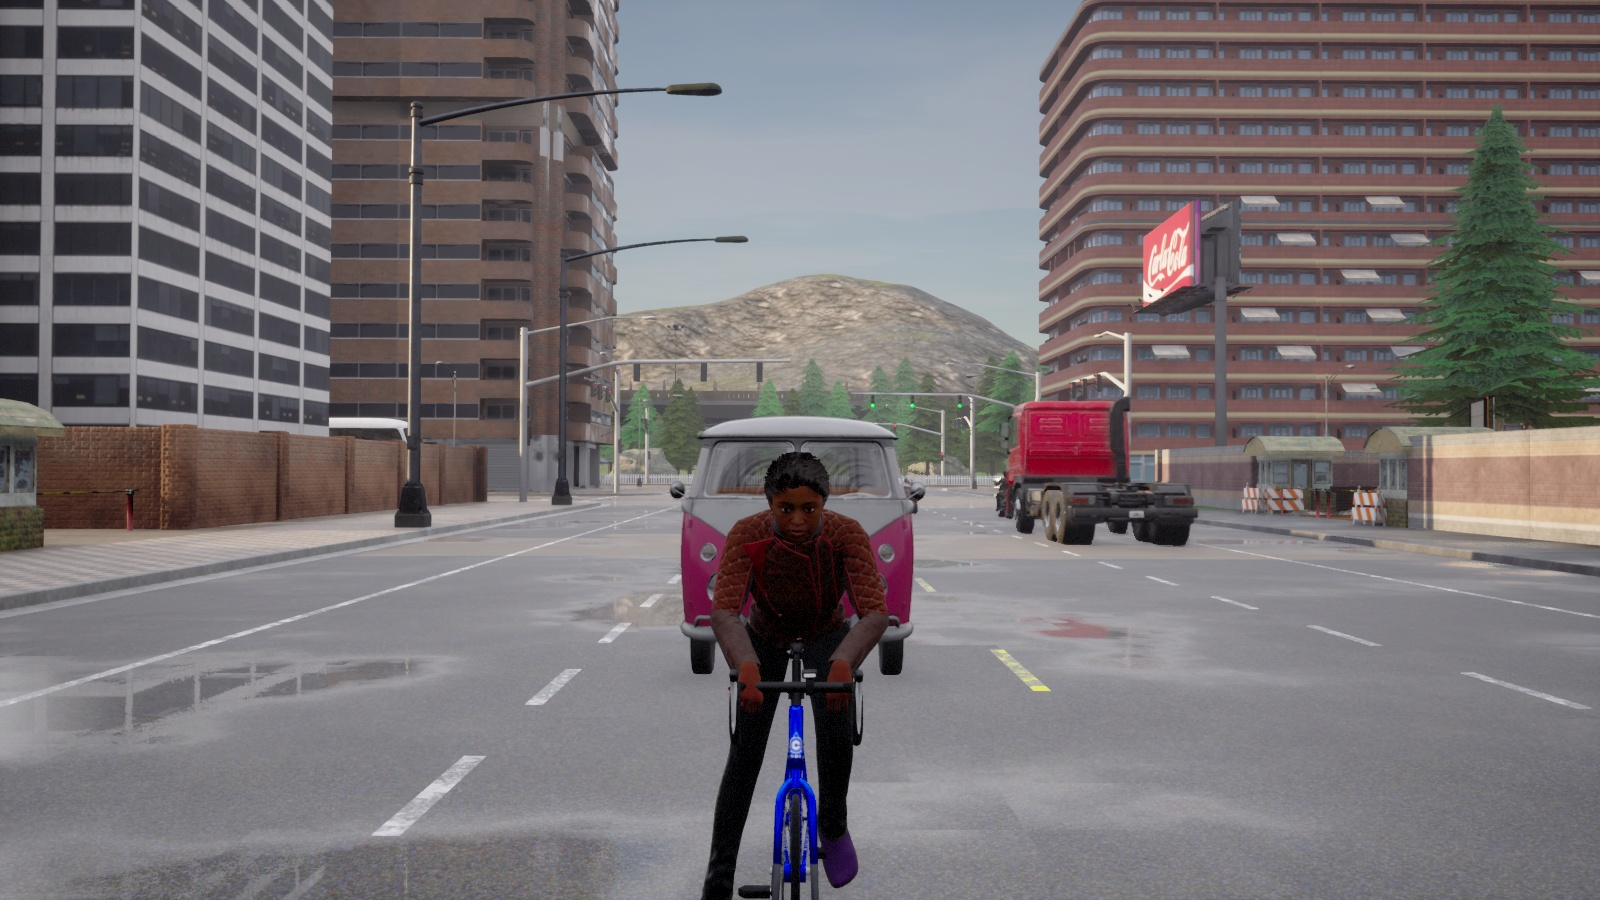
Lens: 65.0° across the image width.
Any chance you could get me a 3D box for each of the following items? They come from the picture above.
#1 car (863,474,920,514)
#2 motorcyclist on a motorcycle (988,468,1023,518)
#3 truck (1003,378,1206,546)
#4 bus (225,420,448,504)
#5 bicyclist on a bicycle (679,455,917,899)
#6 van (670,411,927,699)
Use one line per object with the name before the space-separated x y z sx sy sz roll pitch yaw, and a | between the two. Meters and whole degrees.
car | 3.435 1.630 47.984 1.812 1.442 4.674 0 -1 0
motorcyclist on a motorcycle | 6.942 1.450 42.539 0.766 1.649 2.350 0 -1 0
truck | 6.955 0.307 29.989 2.891 3.462 7.936 0 -1 0
bus | -24.146 0.639 65.914 10.273 4.253 3.944 0 -1 0
bicyclist on a bicycle | -0.005 0.833 3.919 0.582 1.620 1.656 0 -1 0
van | -0.016 0.747 10.916 1.775 1.987 4.442 0 -1 0
